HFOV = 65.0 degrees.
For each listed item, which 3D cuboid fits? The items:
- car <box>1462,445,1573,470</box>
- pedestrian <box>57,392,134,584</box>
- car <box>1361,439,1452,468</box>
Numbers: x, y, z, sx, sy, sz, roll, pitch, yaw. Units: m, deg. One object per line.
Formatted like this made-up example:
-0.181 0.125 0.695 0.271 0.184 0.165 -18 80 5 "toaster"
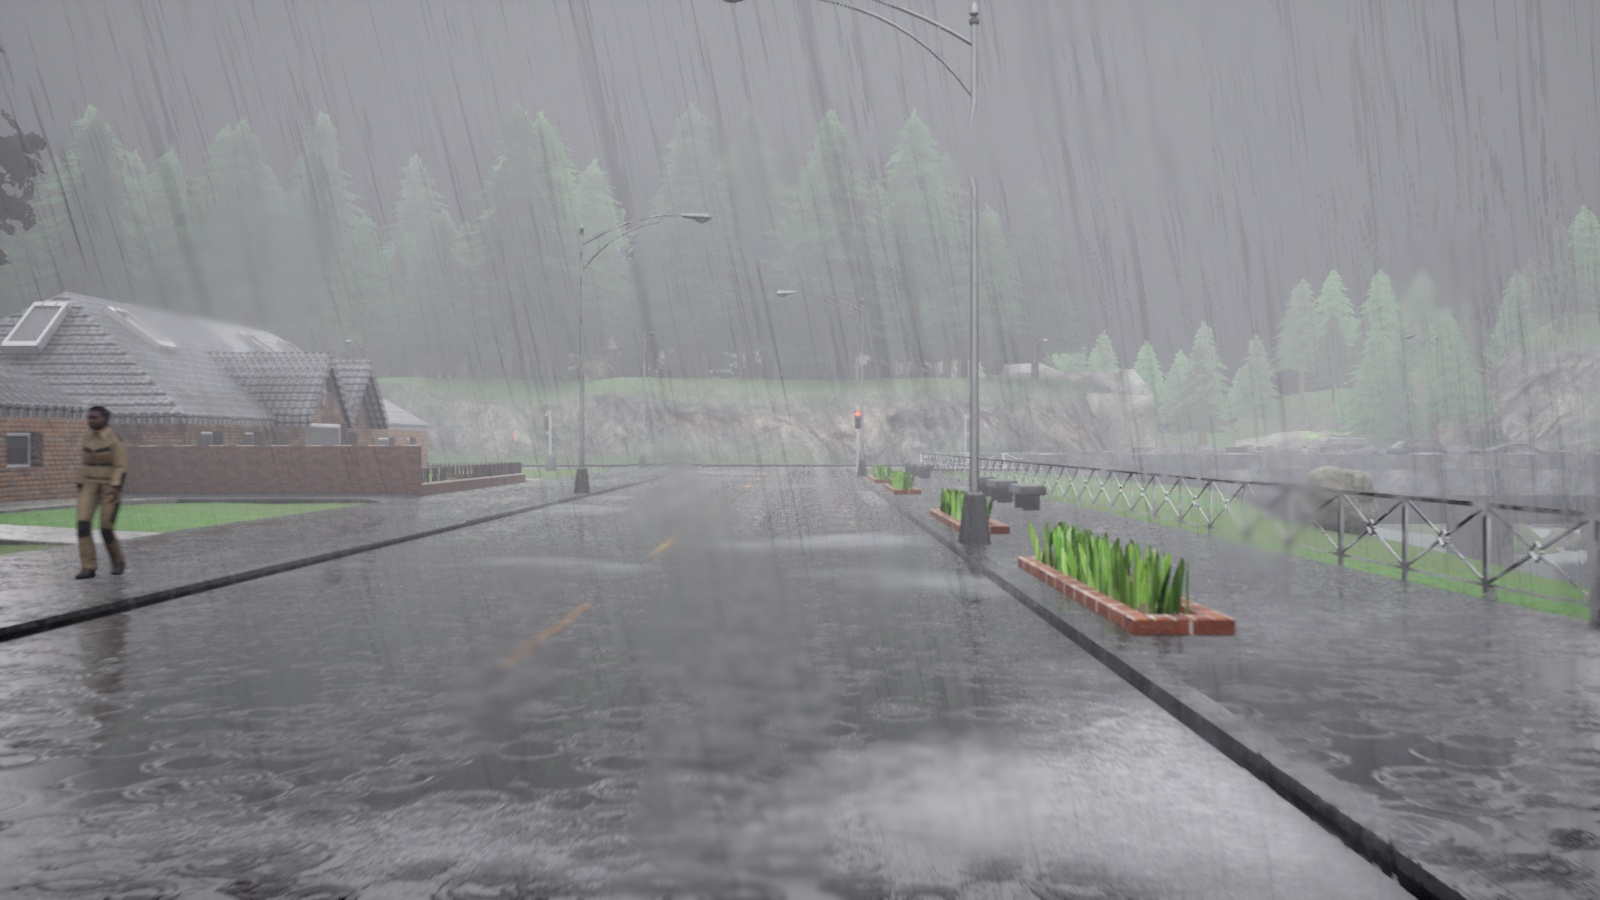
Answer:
41.879 0.414 73.373 5.357 1.411 2.033 0 0 0 "car"
-7.242 0.378 12.935 0.396 1.930 0.692 0 0 1 "pedestrian"
37.355 0.199 77.398 4.553 1.767 2.097 0 0 0 "car"
